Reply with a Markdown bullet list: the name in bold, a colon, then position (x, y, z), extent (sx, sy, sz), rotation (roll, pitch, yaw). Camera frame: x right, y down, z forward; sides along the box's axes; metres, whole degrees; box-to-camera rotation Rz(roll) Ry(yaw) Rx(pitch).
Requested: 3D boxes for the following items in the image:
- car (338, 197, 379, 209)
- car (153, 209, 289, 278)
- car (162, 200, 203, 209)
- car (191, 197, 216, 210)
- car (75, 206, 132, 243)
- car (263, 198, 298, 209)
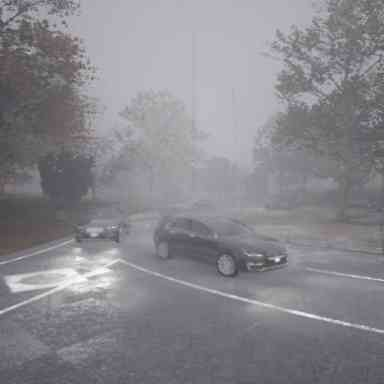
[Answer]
- **car**: position (22.355, 1.433, 44.767), extent (4.902, 1.511, 2.128), rotation (1, 0, 16)
- **car**: position (0.647, 1.480, 10.335), extent (1.837, 1.490, 4.892), rotation (0, 0, -39)
- **car**: position (-0.927, 1.450, 20.026), extent (1.837, 1.490, 4.892), rotation (-1, 0, -11)
- **car**: position (0.734, 1.410, 38.301), extent (1.837, 1.490, 4.892), rotation (-1, -1, 43)
- **car**: position (-3.999, 1.437, 15.687), extent (2.128, 1.511, 4.902), rotation (0, 0, -3)
- **car**: position (11.030, 1.421, 41.372), extent (4.181, 1.385, 1.994), rotation (0, 0, -16)
